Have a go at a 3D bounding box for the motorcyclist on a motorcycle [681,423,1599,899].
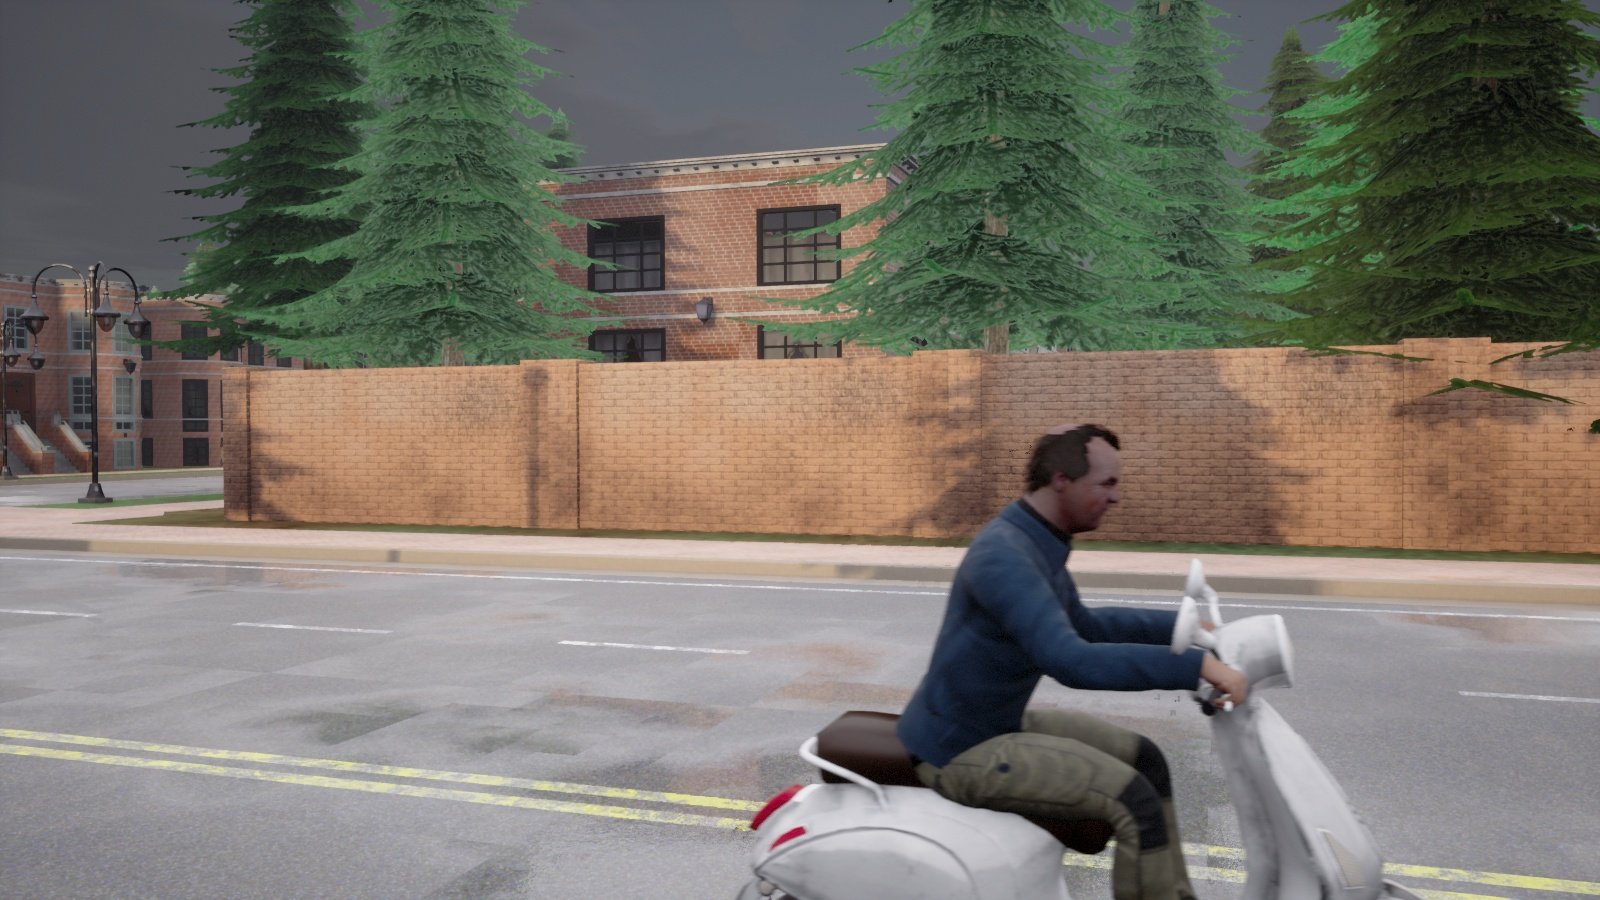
[{"bbox_3d":[0.732,0.736,2.946,1.817,1.590,0.866,1,1,19],"label":"motorcyclist on a motorcycle"}]
